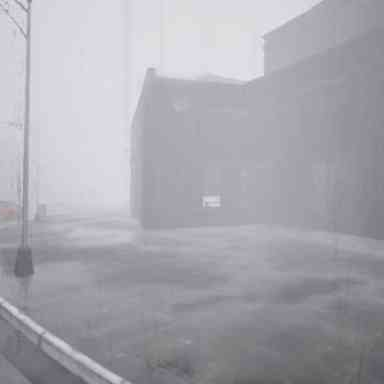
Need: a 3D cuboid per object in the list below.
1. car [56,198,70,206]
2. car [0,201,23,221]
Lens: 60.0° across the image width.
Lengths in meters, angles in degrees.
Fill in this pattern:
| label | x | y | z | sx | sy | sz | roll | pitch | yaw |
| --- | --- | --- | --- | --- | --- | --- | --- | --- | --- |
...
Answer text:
| label | x | y | z | sx | sy | sz | roll | pitch | yaw |
| --- | --- | --- | --- | --- | --- | --- | --- | --- | --- |
| car | -25.366 | 1.990 | 65.481 | 1.882 | 1.535 | 5.008 | 1 | -1 | -8 |
| car | -16.787 | 1.576 | 29.975 | 2.097 | 1.767 | 4.553 | 1 | -1 | -10 |
